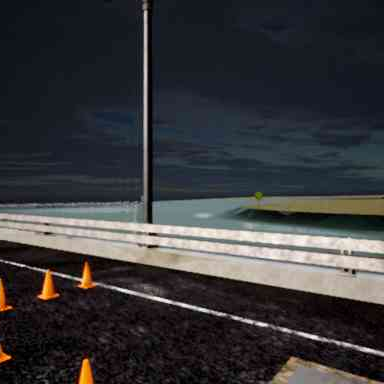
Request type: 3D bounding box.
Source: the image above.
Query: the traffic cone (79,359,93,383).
[{"bbox_3d":[-1.059,1.970,3.317,0.340,0.580,0.340,0,0,36],"label":"traffic cone"}]

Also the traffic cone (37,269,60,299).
[{"bbox_3d":[-3.139,1.988,7.276,0.340,0.580,0.340,0,0,36],"label":"traffic cone"}]

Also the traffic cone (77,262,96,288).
[{"bbox_3d":[-2.555,1.990,8.087,0.340,0.580,0.340,0,0,36],"label":"traffic cone"}]

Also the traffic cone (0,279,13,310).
[{"bbox_3d":[-3.723,1.986,6.464,0.340,0.580,0.340,0,0,36],"label":"traffic cone"}]

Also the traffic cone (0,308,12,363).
[{"bbox_3d":[-2.683,1.977,4.485,0.340,0.580,0.340,0,0,36],"label":"traffic cone"}]
